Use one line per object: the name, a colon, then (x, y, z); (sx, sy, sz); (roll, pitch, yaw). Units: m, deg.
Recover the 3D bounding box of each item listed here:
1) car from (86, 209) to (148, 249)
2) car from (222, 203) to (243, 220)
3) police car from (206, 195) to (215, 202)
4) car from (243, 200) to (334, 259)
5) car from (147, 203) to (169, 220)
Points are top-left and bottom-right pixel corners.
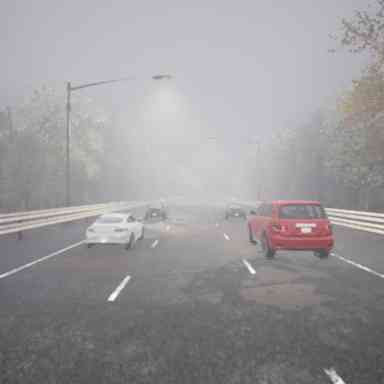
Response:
car: (-3.337, 1.641, 14.953); (1.812, 1.442, 4.674); (0, 0, 0)
car: (3.835, 1.761, 30.621); (1.812, 1.442, 4.674); (0, 0, 1)
police car: (5.663, 2.212, 95.432); (2.038, 1.542, 4.974); (0, 0, 3)
car: (3.649, 1.326, 13.260); (2.150, 2.045, 5.566); (0, 0, 0)
car: (-3.177, 1.759, 30.670); (1.812, 1.442, 4.674); (0, 0, 1)
